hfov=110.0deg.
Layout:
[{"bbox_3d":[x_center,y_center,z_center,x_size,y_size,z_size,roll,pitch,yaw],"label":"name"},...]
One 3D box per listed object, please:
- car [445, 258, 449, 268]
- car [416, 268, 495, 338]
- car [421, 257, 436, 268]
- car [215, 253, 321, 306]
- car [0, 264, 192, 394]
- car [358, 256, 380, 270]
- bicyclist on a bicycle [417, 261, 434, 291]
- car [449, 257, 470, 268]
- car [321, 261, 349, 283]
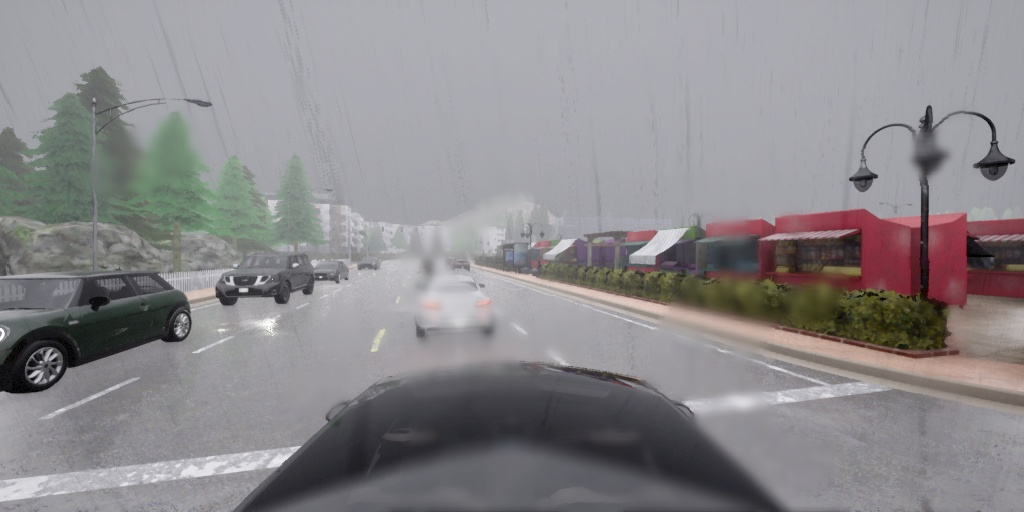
[{"bbox_3d":[-8.441,0.873,51.392,1.882,1.535,5.008,0,0,-14],"label":"car"},{"bbox_3d":[-1.660,1.224,9.975,1.812,1.442,4.674,0,0,-13],"label":"car"},{"bbox_3d":[-11.830,0.904,50.835,1.837,1.490,4.892,0,0,-14],"label":"car"},{"bbox_3d":[-10.458,0.876,15.755,2.150,2.045,5.566,0,0,-14],"label":"car"},{"bbox_3d":[-8.133,1.076,6.352,2.097,1.767,4.553,0,0,-13],"label":"car"},{"bbox_3d":[-17.282,0.816,43.455,2.097,1.767,4.553,0,0,-14],"label":"car"},{"bbox_3d":[-4.683,1.079,19.768,0.582,1.620,1.656,0,1,24],"label":"bicyclist on a bicycle"},{"bbox_3d":[-6.079,0.967,42.357,1.837,1.490,4.892,0,0,-14],"label":"car"},{"bbox_3d":[-12.852,1.089,25.352,1.837,1.490,4.892,0,0,-14],"label":"car"}]
